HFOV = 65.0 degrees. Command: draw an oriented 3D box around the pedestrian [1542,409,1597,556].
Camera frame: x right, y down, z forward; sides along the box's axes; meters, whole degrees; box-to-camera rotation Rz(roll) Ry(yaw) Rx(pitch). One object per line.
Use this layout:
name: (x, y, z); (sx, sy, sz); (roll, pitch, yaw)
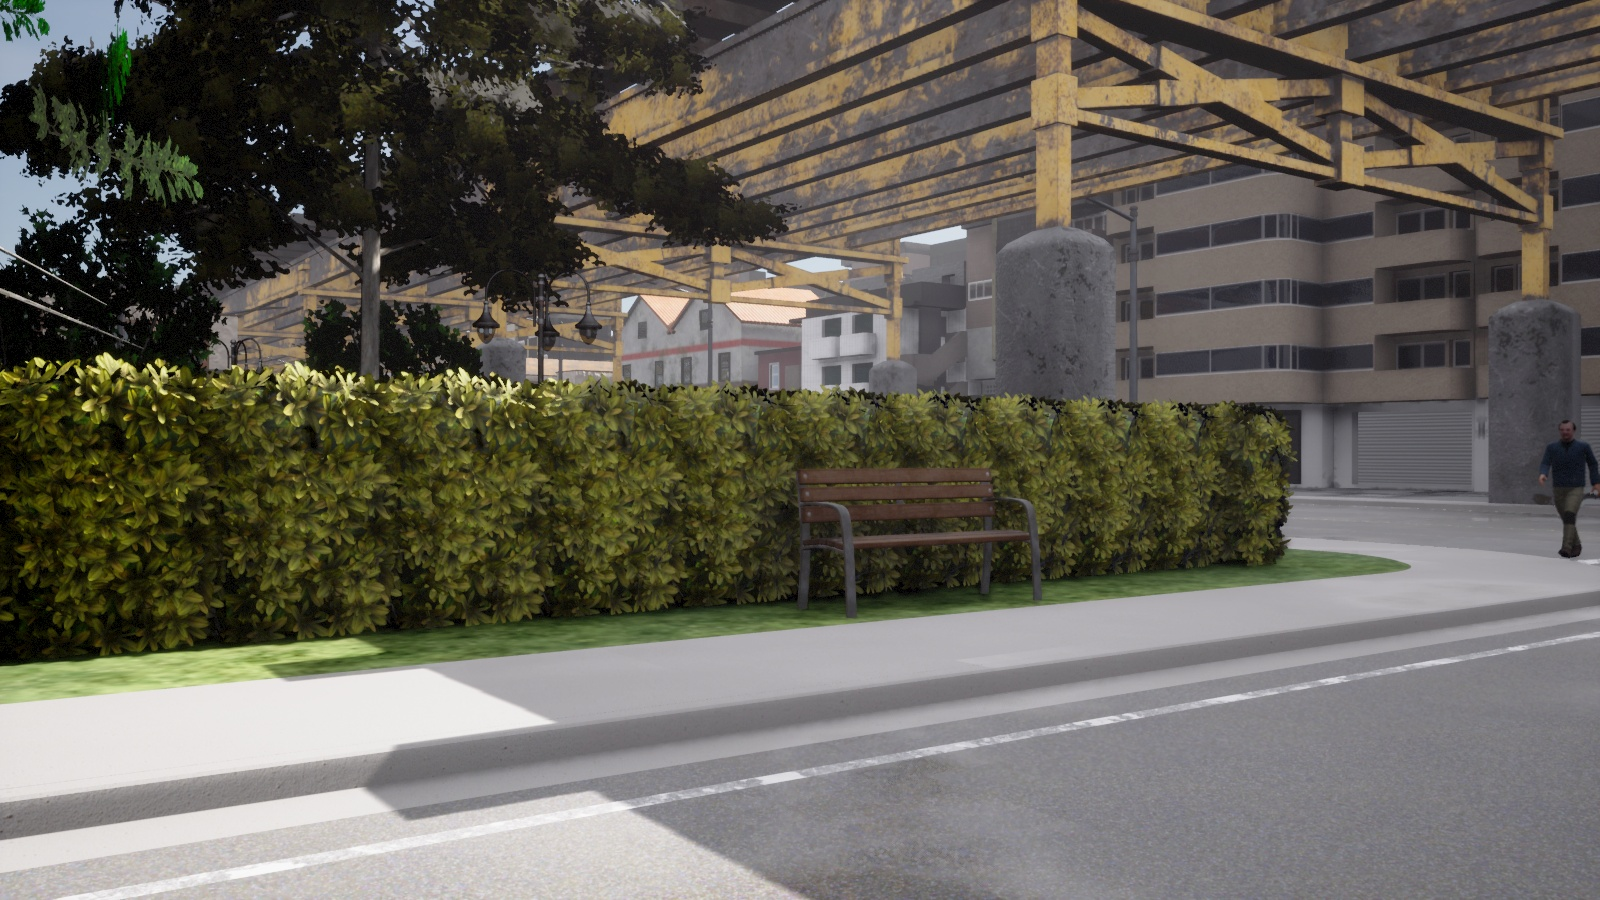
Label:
pedestrian: (9.900, 0.410, 16.153); (0.726, 1.842, 0.402); (0, 0, -42)
